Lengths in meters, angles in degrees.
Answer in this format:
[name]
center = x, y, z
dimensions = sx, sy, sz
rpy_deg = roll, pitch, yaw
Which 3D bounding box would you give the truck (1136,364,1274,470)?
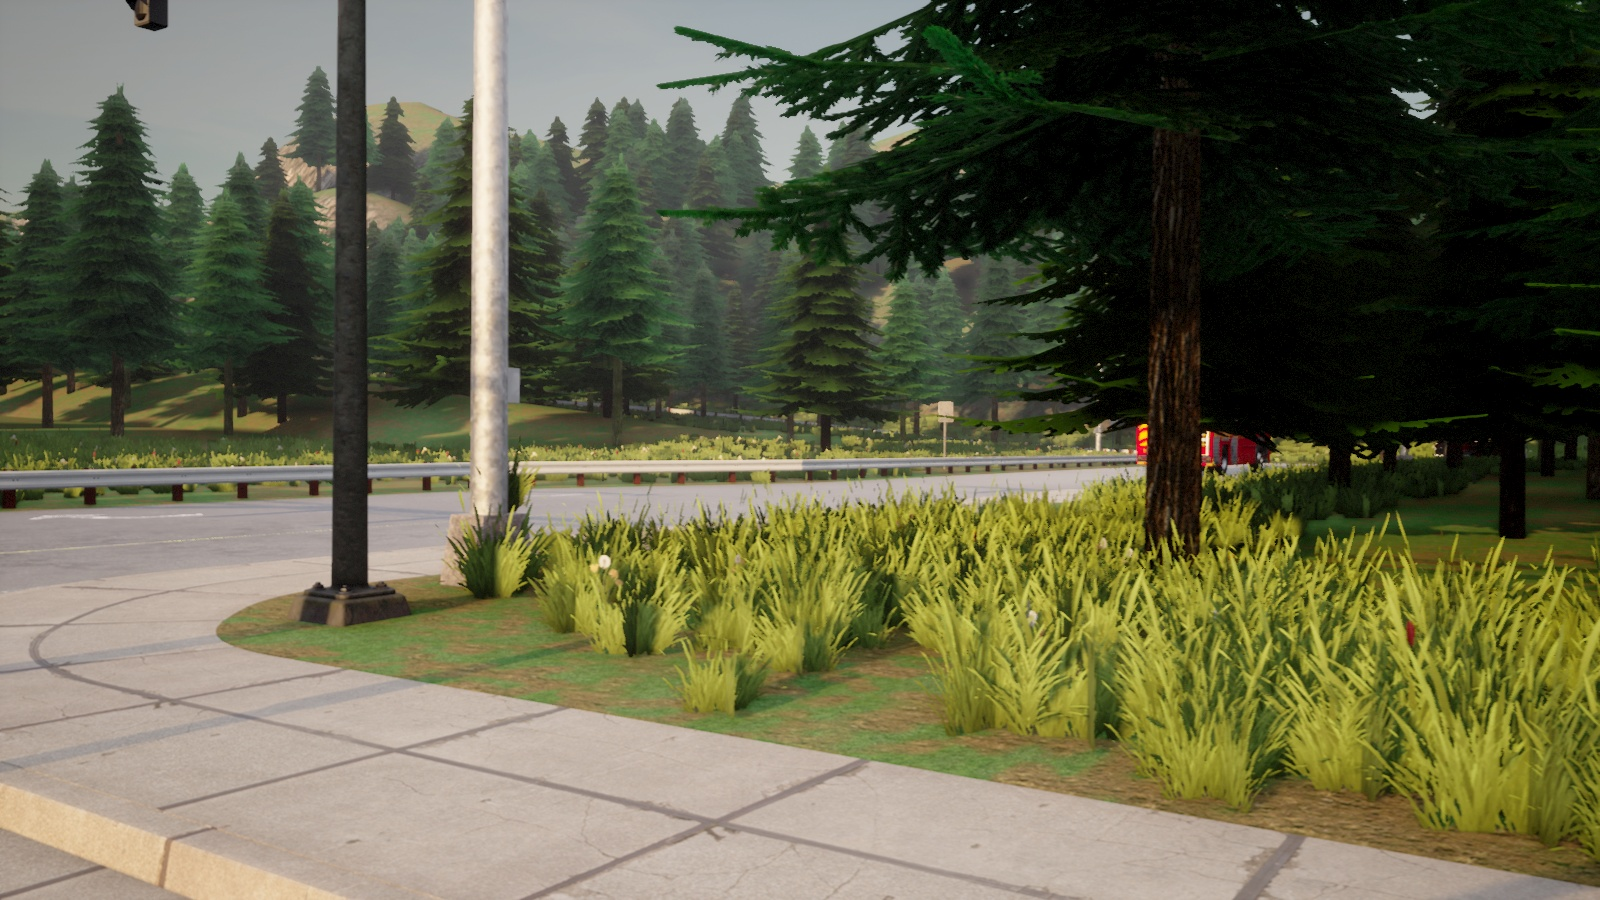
[truck]
center = 16.221, -1.269, 49.821
dimensions = 2.891, 3.827, 8.468
rpy_deg = 0, 1, 35

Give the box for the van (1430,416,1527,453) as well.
[van]
center = 38.497, -0.884, 71.312
dimensions = 4.480, 2.038, 2.069
rpy_deg = -1, 1, -5
